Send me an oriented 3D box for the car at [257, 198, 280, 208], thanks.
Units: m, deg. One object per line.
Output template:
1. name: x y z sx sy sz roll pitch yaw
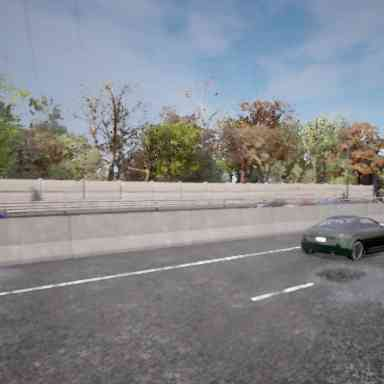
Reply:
1. car: 10.084 1.499 41.255 4.674 1.442 1.812 0 0 -36

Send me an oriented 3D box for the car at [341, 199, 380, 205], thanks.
1. car: 17.521 1.478 33.670 4.892 1.490 1.837 0 0 -35

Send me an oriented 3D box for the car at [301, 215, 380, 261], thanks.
1. car: 5.941 1.550 12.281 4.181 1.385 1.994 0 0 -35

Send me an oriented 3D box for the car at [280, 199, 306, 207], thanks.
1. car: 12.912 1.499 38.980 4.674 1.442 1.812 0 0 -35

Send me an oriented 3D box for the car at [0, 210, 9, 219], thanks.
1. car: -13.678 1.525 20.029 4.674 1.442 1.812 0 0 -36

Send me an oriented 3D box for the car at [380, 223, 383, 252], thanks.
1. car: 7.791 1.208 9.300 5.566 2.045 2.150 0 0 -36

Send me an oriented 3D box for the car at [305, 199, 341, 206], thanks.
1. car: 15.135 1.520 36.272 5.357 1.411 2.033 0 0 -35
